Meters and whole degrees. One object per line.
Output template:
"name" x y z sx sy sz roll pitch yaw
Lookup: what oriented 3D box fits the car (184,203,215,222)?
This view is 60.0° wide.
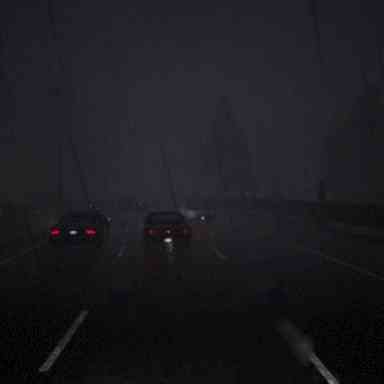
"car" 0.205 1.511 25.388 1.895 1.301 4.718 0 0 -14

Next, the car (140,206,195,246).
"car" -1.257 1.548 15.019 1.895 1.301 4.718 0 0 -9

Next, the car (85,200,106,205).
"car" -10.571 1.479 36.261 1.895 1.301 4.718 0 0 -21

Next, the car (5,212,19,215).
"car" -13.756 1.404 23.614 1.882 1.535 5.008 0 0 -15

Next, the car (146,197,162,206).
"car" -5.132 1.384 41.325 1.812 1.442 4.674 0 0 -23

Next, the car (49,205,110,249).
"car" -4.671 1.499 14.422 2.033 1.411 5.357 0 0 -9

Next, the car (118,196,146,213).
"car" -6.642 1.231 35.559 2.097 1.767 4.553 0 0 -20
